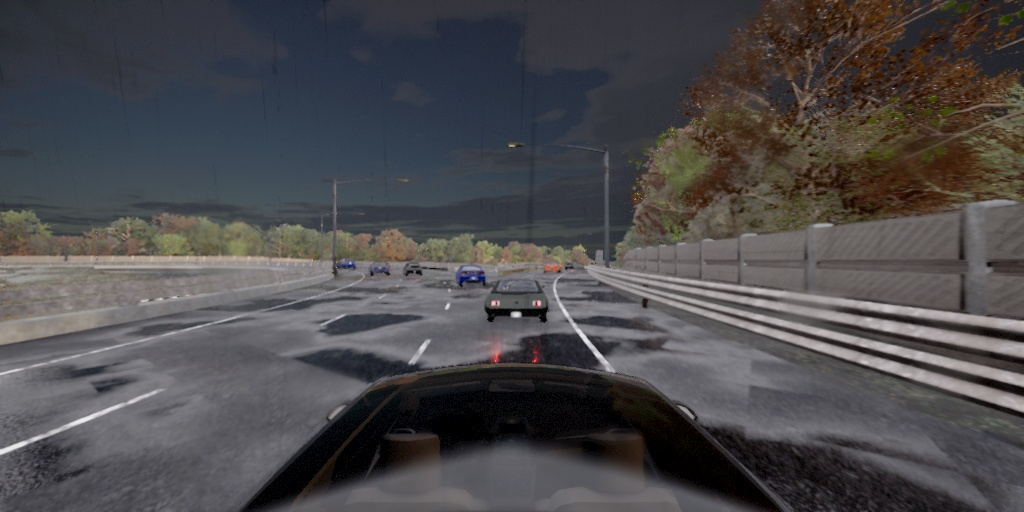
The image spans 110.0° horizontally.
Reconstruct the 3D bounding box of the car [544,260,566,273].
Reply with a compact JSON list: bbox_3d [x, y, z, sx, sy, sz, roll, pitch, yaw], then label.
[{"bbox_3d":[5.732,1.382,48.693,2.097,1.767,4.553,0,0,14],"label":"car"}]

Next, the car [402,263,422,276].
[{"bbox_3d":[-11.878,1.550,42.611,1.837,1.490,4.892,0,-1,-22],"label":"car"}]

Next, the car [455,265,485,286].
[{"bbox_3d":[-3.212,1.399,27.162,1.882,1.535,5.008,0,0,-13],"label":"car"}]

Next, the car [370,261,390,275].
[{"bbox_3d":[-16.380,1.421,44.199,2.097,1.767,4.553,0,0,-23],"label":"car"}]

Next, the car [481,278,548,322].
[{"bbox_3d":[0.228,1.419,12.627,1.895,1.301,4.718,0,0,3],"label":"car"}]
